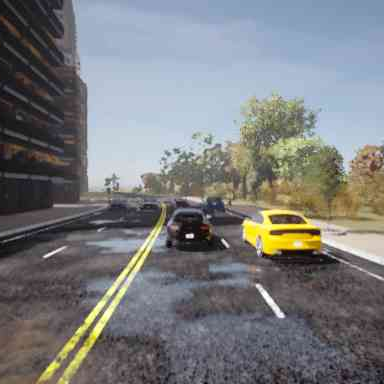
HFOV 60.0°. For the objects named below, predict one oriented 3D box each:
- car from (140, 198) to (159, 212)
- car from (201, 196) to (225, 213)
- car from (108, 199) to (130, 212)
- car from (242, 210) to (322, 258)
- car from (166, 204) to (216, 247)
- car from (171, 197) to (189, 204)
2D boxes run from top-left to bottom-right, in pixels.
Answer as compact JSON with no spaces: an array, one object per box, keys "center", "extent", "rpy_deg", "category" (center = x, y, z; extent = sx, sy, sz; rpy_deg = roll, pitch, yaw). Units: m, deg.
[{"center":[-4.664,1.402,36.866],"extent":[1.994,1.385,4.181],"rpy_deg":[0,0,-4],"category":"car"},{"center":[2.079,1.182,34.579],"extent":[2.097,1.767,4.553],"rpy_deg":[0,0,-4],"category":"car"},{"center":[-7.881,1.414,36.214],"extent":[1.994,1.385,4.181],"rpy_deg":[0,0,-4],"category":"car"},{"center":[3.155,1.412,12.560],"extent":[1.882,1.535,5.008],"rpy_deg":[0,0,-1],"category":"car"},{"center":[-0.148,1.459,14.622],"extent":[1.812,1.442,4.674],"rpy_deg":[0,0,-2],"category":"car"},{"center":[-1.320,1.319,36.765],"extent":[2.128,1.511,4.902],"rpy_deg":[0,0,-4],"category":"car"}]
